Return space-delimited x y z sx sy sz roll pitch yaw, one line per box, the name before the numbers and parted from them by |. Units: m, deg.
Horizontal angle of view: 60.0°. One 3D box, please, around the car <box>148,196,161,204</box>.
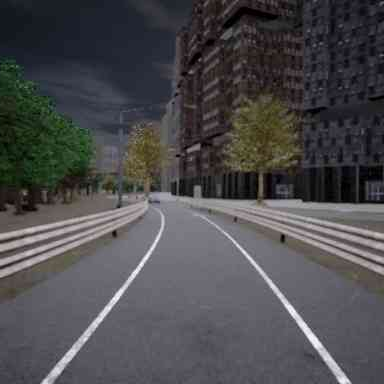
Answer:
car | -6.974 1.378 59.468 2.033 1.411 5.357 0 0 -18
